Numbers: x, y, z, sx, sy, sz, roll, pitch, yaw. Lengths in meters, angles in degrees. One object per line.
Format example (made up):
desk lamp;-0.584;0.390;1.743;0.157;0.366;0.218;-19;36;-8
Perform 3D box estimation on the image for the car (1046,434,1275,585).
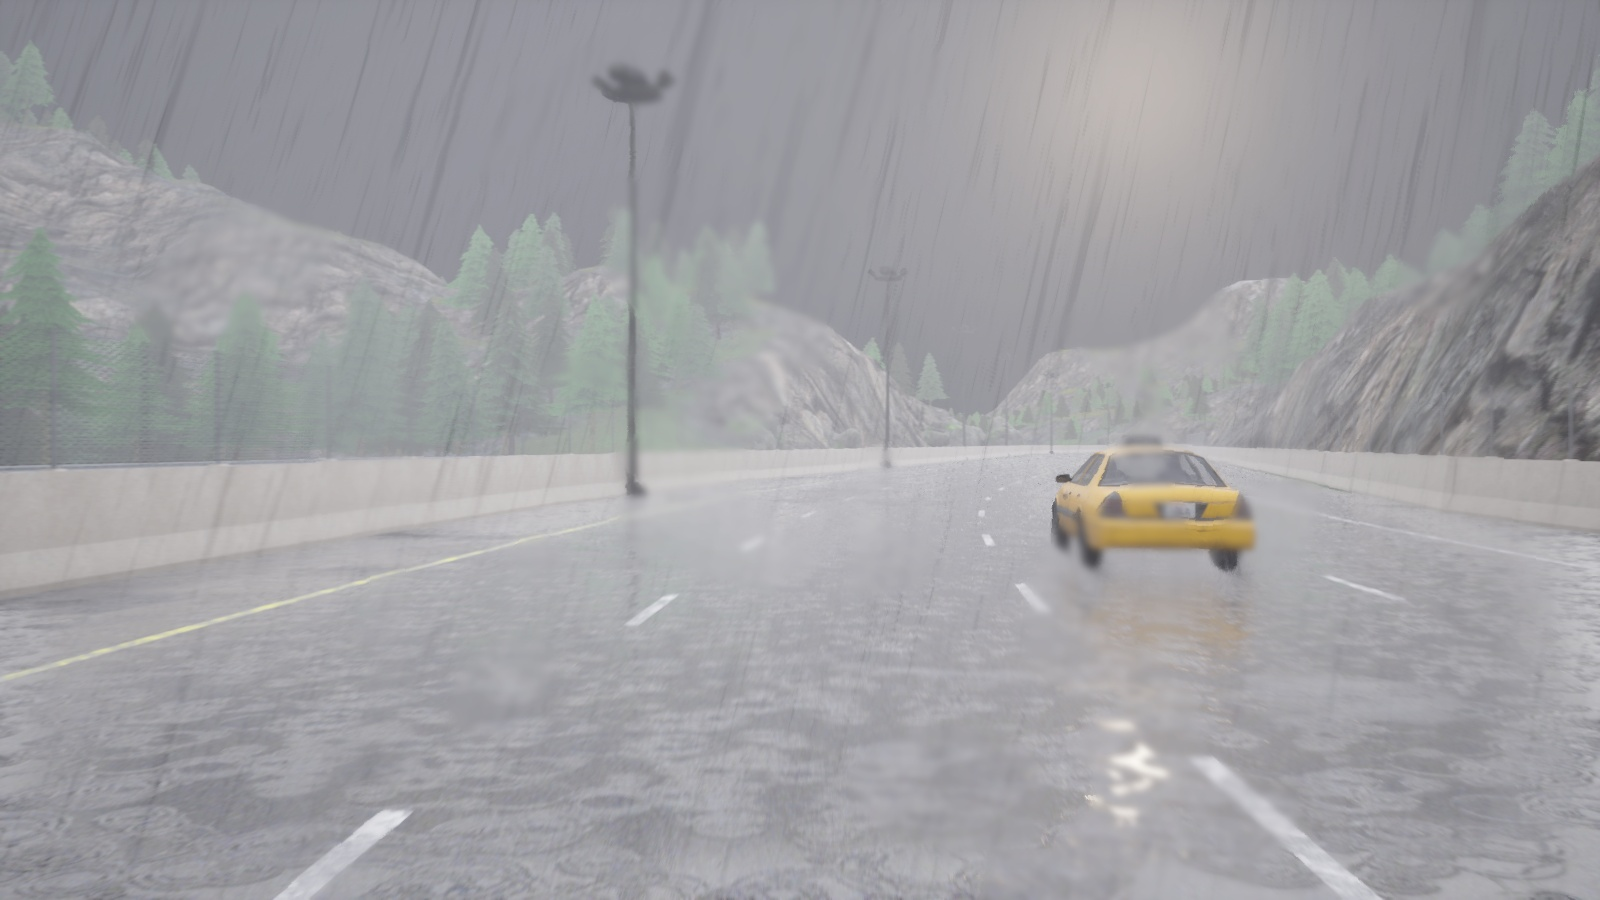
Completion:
car;4.312;0.609;15.901;1.801;1.575;5.366;0;0;5
